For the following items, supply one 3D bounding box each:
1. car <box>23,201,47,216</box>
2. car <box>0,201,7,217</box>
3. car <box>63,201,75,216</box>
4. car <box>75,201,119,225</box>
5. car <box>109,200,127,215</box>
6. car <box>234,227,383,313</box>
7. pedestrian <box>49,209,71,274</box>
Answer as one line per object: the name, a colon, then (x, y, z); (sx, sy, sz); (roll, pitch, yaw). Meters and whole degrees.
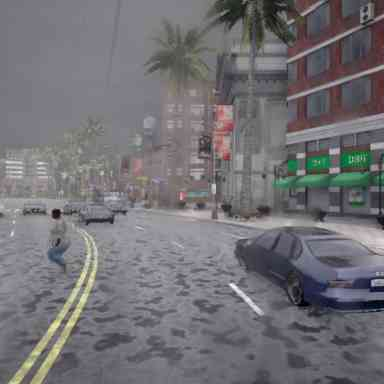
car: (-15.444, 1.564, 32.656); (1.994, 1.385, 4.181); (0, 0, -27)
car: (-18.459, 1.525, 30.867); (1.812, 1.442, 4.674); (0, 0, -27)
car: (-11.511, 1.547, 32.954); (2.033, 1.411, 5.357); (0, 0, -27)
car: (-6.960, 1.564, 24.015); (1.994, 1.385, 4.181); (0, 0, -26)
car: (-7.957, 1.547, 33.660); (2.033, 1.411, 5.357); (0, 0, -24)
car: (2.629, 1.548, 7.973); (2.033, 1.411, 5.357); (0, 0, -10)
pedestrian: (-3.558, 1.294, 8.979); (0.375, 1.860, 0.375); (0, 0, -13)
